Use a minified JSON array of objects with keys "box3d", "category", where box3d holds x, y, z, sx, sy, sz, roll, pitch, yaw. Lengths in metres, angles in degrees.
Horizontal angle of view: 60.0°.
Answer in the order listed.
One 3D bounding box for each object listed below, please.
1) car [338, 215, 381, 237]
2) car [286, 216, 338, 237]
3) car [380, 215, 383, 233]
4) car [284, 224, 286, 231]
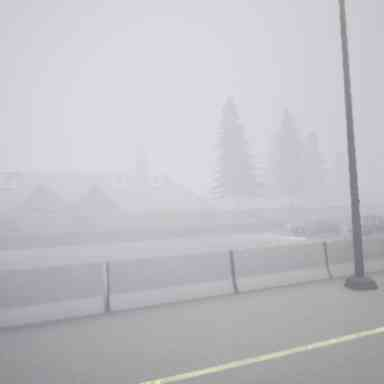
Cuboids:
[{"box3d":[13.689,2.528,24.950,4.902,1.511,2.128,0,-4,-29],"category":"car"},{"box3d":[10.138,2.854,26.978,4.181,1.385,1.994,0,-4,-29],"category":"car"},{"box3d":[15.254,2.008,21.824,5.566,2.045,2.150,0,-4,-29],"category":"car"},{"box3d":[10.872,3.021,31.372,4.902,1.511,2.128,0,-4,-30],"category":"car"}]
